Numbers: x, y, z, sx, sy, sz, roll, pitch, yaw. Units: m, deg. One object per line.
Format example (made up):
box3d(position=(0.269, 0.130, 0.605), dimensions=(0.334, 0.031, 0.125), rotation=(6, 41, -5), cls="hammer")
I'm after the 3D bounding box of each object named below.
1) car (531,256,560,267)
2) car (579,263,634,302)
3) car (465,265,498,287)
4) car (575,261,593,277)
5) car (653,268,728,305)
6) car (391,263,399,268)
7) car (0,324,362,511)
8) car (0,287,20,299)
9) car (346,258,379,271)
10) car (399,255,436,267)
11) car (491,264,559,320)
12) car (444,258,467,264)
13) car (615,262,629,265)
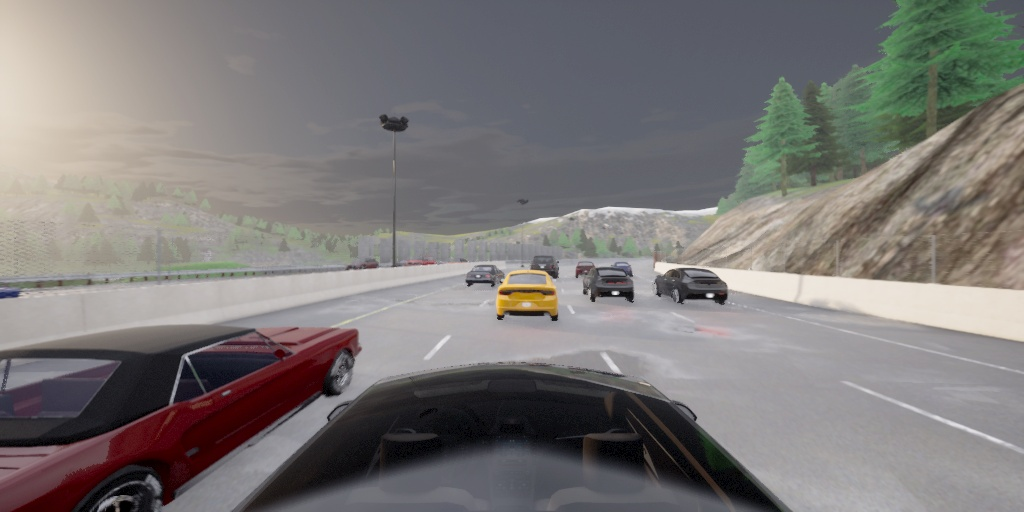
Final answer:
box3d(position=(2.911, 0.983, 31.332), dimensions=(2.150, 2.045, 5.566), rotation=(0, 0, 10), cls="car")
box3d(position=(4.465, 1.268, 17.097), dimensions=(1.837, 1.490, 4.892), rotation=(0, 0, 5), cls="car")
box3d(position=(-1.736, 1.297, 24.487), dimensions=(2.033, 1.411, 5.357), rotation=(0, 0, 8), cls="car")
box3d(position=(7.216, 1.250, 35.024), dimensions=(1.882, 1.535, 5.008), rotation=(0, 0, 12), cls="car")
box3d(position=(7.905, 1.276, 16.308), dimensions=(1.837, 1.490, 4.892), rotation=(0, 0, 5), cls="car")
box3d(position=(-14.638, 1.270, 49.893), dimensions=(2.033, 1.411, 5.357), rotation=(0, 0, 15), cls="car")
box3d(position=(-3.328, 1.343, 3.587), dimensions=(1.895, 1.301, 4.718), rotation=(0, 0, 1), cls="car")
box3d(position=(-13.902, 1.195, 7.300), dimensions=(1.882, 1.535, 5.008), rotation=(0, 0, 2), cls="car")
box3d(position=(-19.162, 1.063, 46.062), dimensions=(2.097, 1.767, 4.553), rotation=(0, 0, 14), cls="car")
box3d(position=(-11.895, 0.950, 46.488), dimensions=(2.150, 2.045, 5.566), rotation=(0, 0, 14), cls="car")
box3d(position=(0.585, 1.231, 12.666), dimensions=(1.882, 1.535, 5.008), rotation=(0, 0, 4), cls="car")
box3d(position=(-7.638, 1.091, 48.824), dimensions=(2.097, 1.767, 4.553), rotation=(0, 0, 15), cls="car")
box3d(position=(11.062, 1.307, 36.275), dimensions=(1.812, 1.442, 4.674), rotation=(0, 0, 12), cls="car")
